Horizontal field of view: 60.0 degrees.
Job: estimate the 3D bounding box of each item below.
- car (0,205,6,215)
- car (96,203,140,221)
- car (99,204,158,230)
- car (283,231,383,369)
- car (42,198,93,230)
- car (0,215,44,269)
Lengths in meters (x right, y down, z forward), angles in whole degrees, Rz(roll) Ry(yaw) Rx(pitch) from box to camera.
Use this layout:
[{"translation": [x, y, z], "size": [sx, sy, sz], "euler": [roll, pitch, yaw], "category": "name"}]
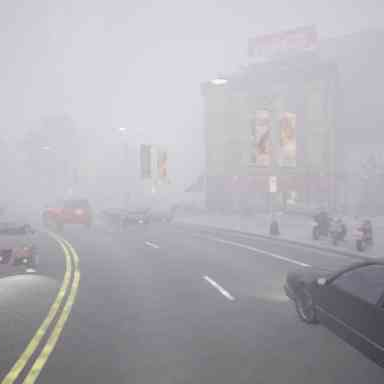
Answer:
[{"translation": [-21.897, 1.876, 35.533], "size": [5.008, 1.535, 1.882], "euler": [0, -1, 34], "category": "car"}, {"translation": [-7.091, 1.824, 31.656], "size": [2.002, 1.452, 4.674], "euler": [0, -1, -43], "category": "car"}, {"translation": [-4.594, 1.713, 23.303], "size": [2.128, 1.511, 4.902], "euler": [0, -1, -33], "category": "car"}, {"translation": [3.067, 1.573, 4.260], "size": [2.033, 1.411, 5.357], "euler": [0, 0, -8], "category": "car"}, {"translation": [-8.827, 1.462, 23.393], "size": [2.150, 2.045, 5.566], "euler": [0, -1, -37], "category": "car"}, {"translation": [-6.205, 1.687, 11.118], "size": [1.994, 1.385, 4.181], "euler": [0, -1, -23], "category": "car"}]
